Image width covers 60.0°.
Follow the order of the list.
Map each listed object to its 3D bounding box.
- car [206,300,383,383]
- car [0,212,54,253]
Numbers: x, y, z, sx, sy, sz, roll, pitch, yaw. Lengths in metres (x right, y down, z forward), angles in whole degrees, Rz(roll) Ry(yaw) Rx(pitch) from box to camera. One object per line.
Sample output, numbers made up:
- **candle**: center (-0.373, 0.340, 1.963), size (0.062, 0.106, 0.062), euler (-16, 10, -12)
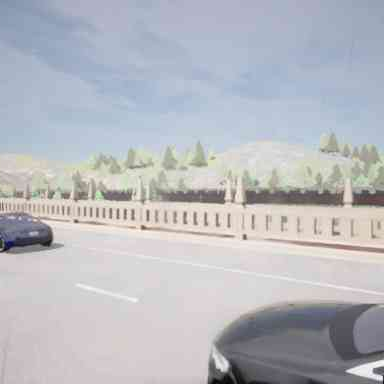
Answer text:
- **car**: center (2.364, 1.493, 2.308), size (4.902, 1.511, 2.128), euler (0, 0, 36)
- **car**: center (-7.599, 1.531, 13.753), size (4.181, 1.385, 1.994), euler (0, 0, 36)
